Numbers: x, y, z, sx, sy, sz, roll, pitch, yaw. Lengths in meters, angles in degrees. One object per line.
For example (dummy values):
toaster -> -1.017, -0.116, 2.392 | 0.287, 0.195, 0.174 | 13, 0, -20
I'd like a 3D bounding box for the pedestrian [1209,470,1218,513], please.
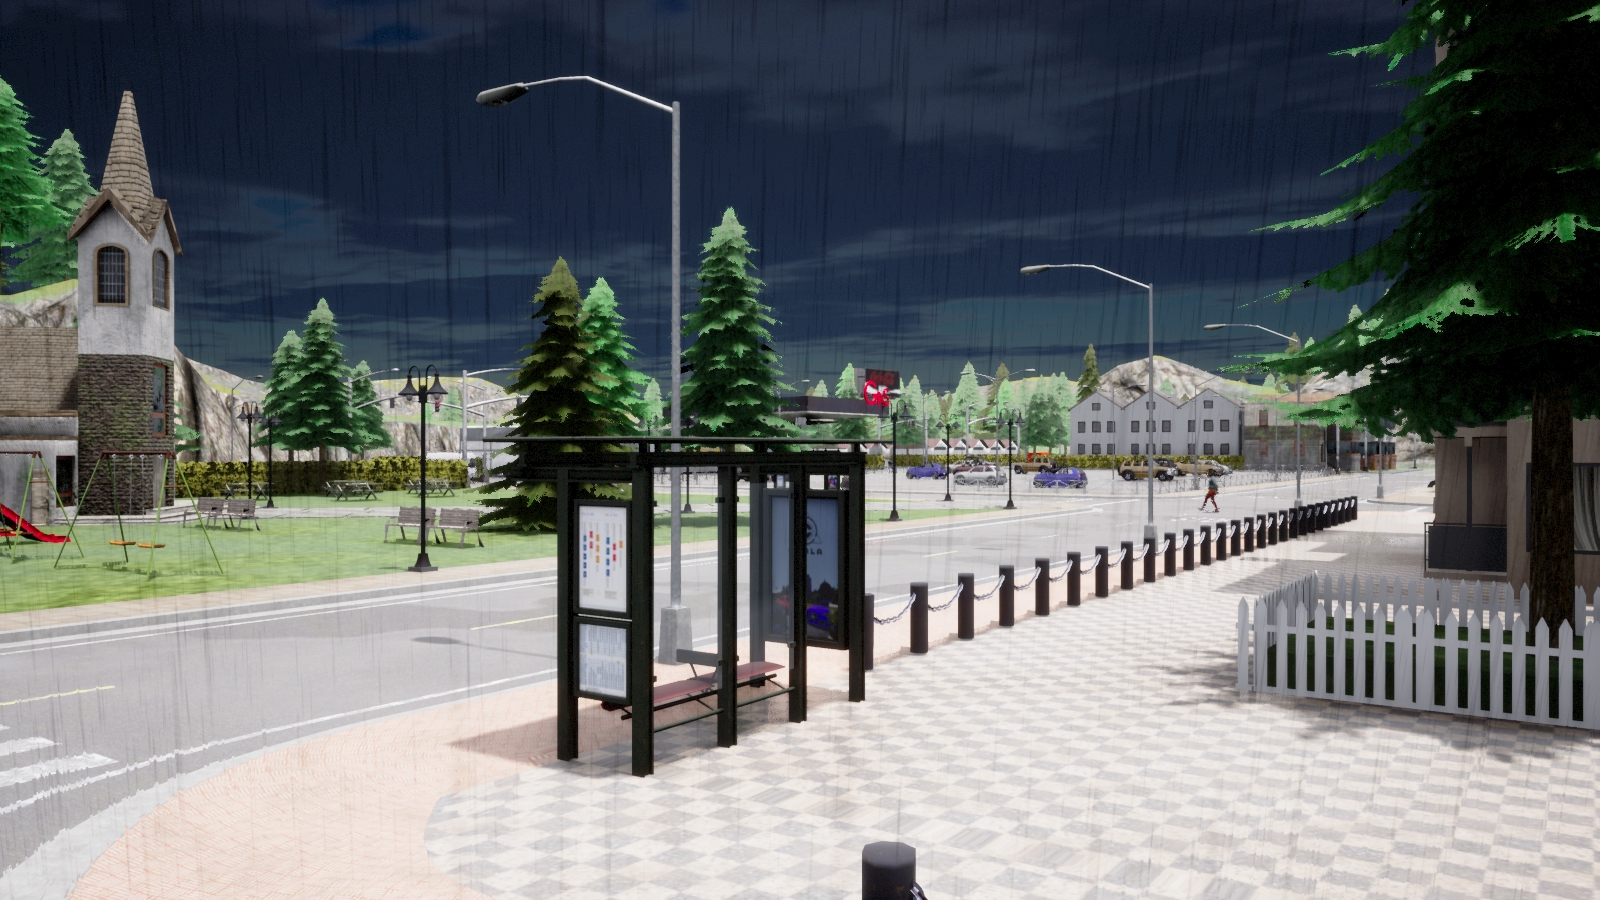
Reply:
pedestrian -> 18.119, 1.820, 50.114 | 0.375, 1.860, 0.375 | 0, 0, 20
